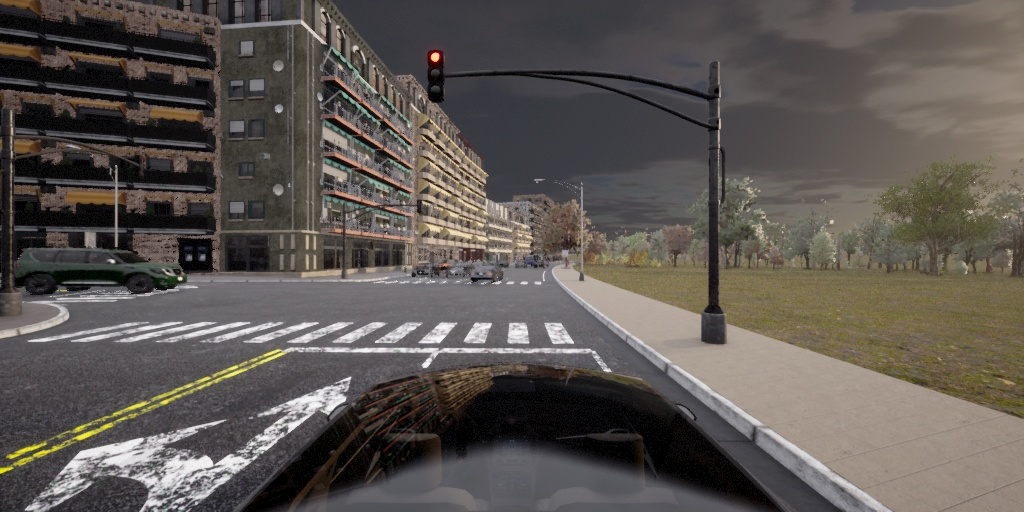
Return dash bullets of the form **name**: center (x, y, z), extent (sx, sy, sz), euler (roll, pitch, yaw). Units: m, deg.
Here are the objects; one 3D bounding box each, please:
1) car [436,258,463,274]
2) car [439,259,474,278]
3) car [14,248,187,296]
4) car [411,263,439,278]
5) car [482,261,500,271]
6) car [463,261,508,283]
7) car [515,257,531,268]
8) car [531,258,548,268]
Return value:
- **car**: center (-7.579, 1.195, 43.767), extent (2.097, 1.767, 4.553), euler (0, 0, 6)
- **car**: center (-5.131, 1.301, 34.976), extent (2.128, 1.511, 4.902), euler (0, 0, 5)
- **car**: center (-18.739, 0.694, 16.537), extent (5.566, 2.045, 2.150), euler (1, 0, -19)
- **car**: center (-8.361, 1.374, 35.347), extent (1.994, 1.385, 4.181), euler (0, 0, 5)
- **car**: center (-3.128, 1.449, 54.065), extent (1.994, 1.385, 4.181), euler (0, 0, 7)
- **car**: center (-1.912, 1.335, 28.025), extent (2.033, 1.411, 5.357), euler (0, 0, 8)
- **car**: center (1.739, 1.432, 64.969), extent (2.128, 1.511, 4.902), euler (0, 0, 9)
- **car**: center (5.019, 1.447, 64.915), extent (1.837, 1.490, 4.892), euler (0, 0, 9)
